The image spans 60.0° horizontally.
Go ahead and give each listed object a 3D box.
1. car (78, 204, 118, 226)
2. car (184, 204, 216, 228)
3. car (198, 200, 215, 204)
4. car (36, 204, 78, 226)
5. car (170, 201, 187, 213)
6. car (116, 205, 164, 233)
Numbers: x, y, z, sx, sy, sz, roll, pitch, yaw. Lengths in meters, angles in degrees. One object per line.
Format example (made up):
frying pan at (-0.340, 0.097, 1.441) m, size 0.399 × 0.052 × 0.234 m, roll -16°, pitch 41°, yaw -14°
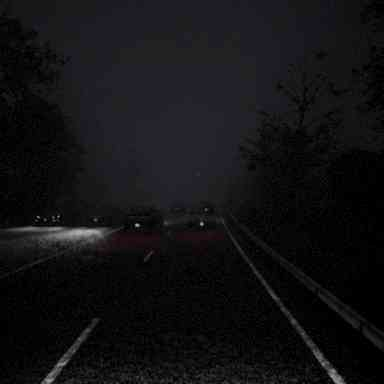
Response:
car at (-6.410, 1.661, 24.986) m, size 2.128 × 1.511 × 4.902 m, roll 0°, pitch 0°, yaw 3°
car at (0.719, 1.761, 23.317) m, size 1.895 × 1.301 × 4.718 m, roll 0°, pitch 0°, yaw 3°
car at (1.849, 1.790, 41.467) m, size 1.837 × 1.490 × 4.892 m, roll 0°, pitch 0°, yaw 4°
car at (-9.908, 1.674, 25.146) m, size 1.837 × 1.490 × 4.892 m, roll 0°, pitch 0°, yaw 3°
car at (-1.671, 1.808, 41.364) m, size 1.812 × 1.442 × 4.674 m, roll 0°, pitch 0°, yaw 4°
car at (-2.903, 1.633, 20.750) m, size 2.128 × 1.511 × 4.902 m, roll 0°, pitch 0°, yaw 2°
